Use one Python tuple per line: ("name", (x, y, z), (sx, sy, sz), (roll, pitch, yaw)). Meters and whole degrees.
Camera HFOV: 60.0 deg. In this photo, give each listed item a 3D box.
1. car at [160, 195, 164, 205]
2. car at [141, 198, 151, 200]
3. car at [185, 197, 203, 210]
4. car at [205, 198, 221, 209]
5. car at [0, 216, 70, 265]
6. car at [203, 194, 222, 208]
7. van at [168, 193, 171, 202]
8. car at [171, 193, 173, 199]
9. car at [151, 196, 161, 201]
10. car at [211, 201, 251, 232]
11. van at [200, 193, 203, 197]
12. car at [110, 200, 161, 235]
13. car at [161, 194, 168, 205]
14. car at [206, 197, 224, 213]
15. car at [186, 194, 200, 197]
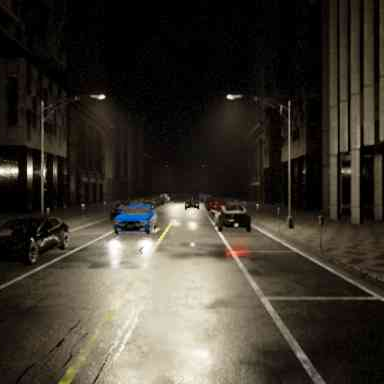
("car", (-5.753, 1.525, 51.027), (1.752, 1.417, 4.829), (0, 0, 0))
("car", (-5.755, 1.440, 34.288), (1.967, 1.590, 4.097), (0, 0, 0))
("car", (0.040, 1.600, 42.301), (1.895, 1.301, 4.718), (0, 0, 1))
("car", (2.771, 1.565, 45.570), (1.947, 1.339, 4.313), (0, 0, 0))
("car", (-5.758, 1.566, 11.742), (1.947, 1.339, 4.313), (0, 0, 0))
("car", (2.771, 1.314, 39.934), (2.192, 1.841, 5.009), (0, 0, 0))
("van", (-5.750, 1.341, 68.106), (1.690, 1.788, 3.998), (0, 0, 0))
("car", (-5.750, 1.526, 73.572), (1.752, 1.417, 4.829), (0, 0, 0))
("car", (-5.754, 1.550, 45.560), (2.008, 1.369, 4.403), (0, 0, 0))
("car", (2.357, 1.503, 20.093), (1.837, 1.490, 4.892), (0, 0, 0))
("van", (2.774, 1.341, 56.844), (1.690, 1.788, 3.998), (0, 0, 0))
("car", (-3.097, 1.477, 19.094), (1.882, 1.535, 5.008), (0, 0, 0))
("car", (-5.752, 1.440, 56.833), (1.967, 1.590, 4.097), (0, 0, 0))
("car", (2.770, 1.544, 34.296), (1.887, 1.381, 4.507), (0, 0, 0))
("car", (0.008, 1.525, 55.874), (1.812, 1.442, 4.674), (0, 0, 0))
